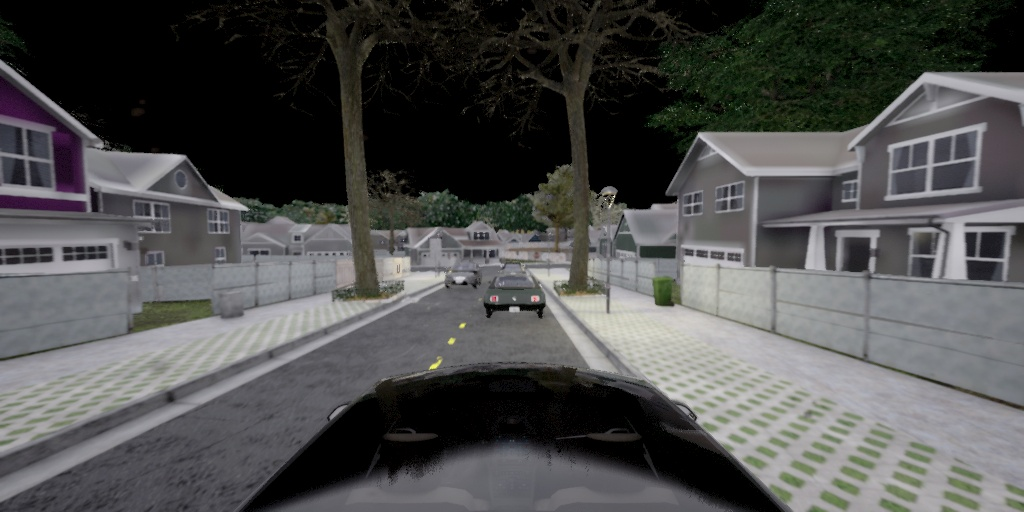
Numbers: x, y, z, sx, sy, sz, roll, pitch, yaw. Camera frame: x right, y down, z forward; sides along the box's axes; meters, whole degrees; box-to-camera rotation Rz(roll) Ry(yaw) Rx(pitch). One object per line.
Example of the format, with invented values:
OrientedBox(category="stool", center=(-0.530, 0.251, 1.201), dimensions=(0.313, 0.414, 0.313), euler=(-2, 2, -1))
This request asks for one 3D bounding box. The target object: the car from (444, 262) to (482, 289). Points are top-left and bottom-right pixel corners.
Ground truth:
OrientedBox(category="car", center=(-2.854, 1.113, 21.862), dimensions=(2.128, 1.511, 4.902), euler=(0, 0, 0))

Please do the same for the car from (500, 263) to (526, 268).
OrientedBox(category="car", center=(0.070, 1.161, 26.173), dimensions=(1.994, 1.385, 4.181), euler=(0, 0, 0))

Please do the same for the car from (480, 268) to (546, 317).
OrientedBox(category="car", center=(0.084, 1.274, 12.773), dimensions=(1.895, 1.301, 4.718), euler=(0, 0, 0))
